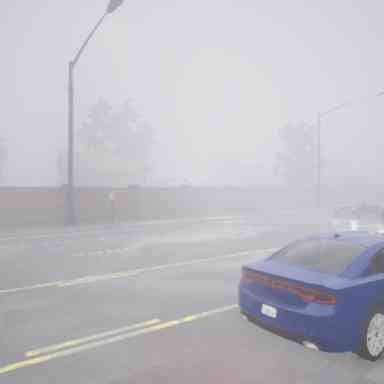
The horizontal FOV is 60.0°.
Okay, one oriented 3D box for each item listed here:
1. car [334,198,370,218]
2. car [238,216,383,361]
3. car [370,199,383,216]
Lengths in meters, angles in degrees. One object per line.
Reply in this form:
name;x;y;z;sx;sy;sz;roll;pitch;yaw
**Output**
car;13.168;1.212;26.291;4.674;1.442;1.812;-1;1;-35
car;3.072;1.445;5.969;5.008;1.535;1.882;-1;0;-35
car;14.962;1.182;23.271;4.902;1.511;2.128;-1;1;-36
